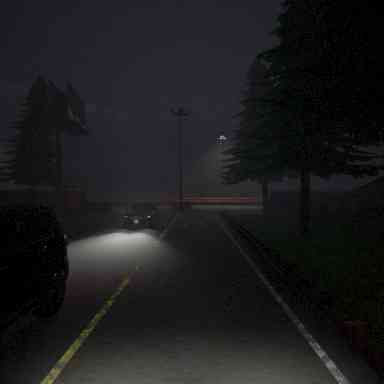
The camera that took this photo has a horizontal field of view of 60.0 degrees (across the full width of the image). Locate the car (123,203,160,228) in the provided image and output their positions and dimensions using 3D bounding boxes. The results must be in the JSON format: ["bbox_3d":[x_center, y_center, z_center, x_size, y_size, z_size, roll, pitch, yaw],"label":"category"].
[{"bbox_3d":[-3.252,1.493,22.097,2.128,1.511,4.902,0,0,1],"label":"car"}]

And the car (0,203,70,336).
[{"bbox_3d":[-3.550,1.222,4.529,2.150,2.045,5.566,0,0,1],"label":"car"}]
